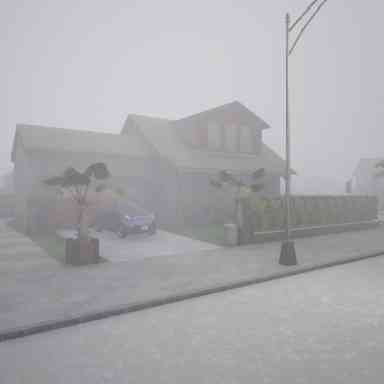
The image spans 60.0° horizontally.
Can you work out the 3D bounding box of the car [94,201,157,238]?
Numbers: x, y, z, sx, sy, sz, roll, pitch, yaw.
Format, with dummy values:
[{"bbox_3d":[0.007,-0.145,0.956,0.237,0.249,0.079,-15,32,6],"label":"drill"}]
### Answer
[{"bbox_3d":[-3.079,1.174,15.254,1.845,1.501,3.633,0,0,-38],"label":"car"}]
